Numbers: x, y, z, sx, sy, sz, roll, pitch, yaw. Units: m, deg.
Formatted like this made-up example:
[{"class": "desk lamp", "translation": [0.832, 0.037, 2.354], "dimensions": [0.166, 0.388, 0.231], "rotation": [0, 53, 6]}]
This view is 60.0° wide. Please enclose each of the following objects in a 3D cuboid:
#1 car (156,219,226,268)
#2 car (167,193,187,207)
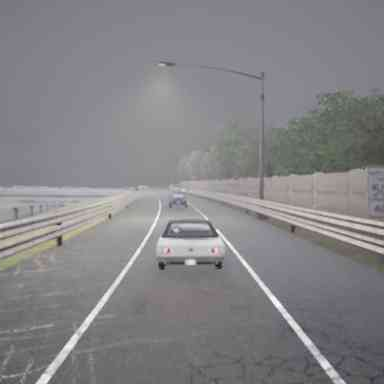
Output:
[{"class": "car", "translation": [-0.092, 1.526, 10.955], "dimensions": [1.895, 1.301, 4.718], "rotation": [0, 1, -2]}, {"class": "car", "translation": [-1.557, 0.835, 35.500], "dimensions": [1.812, 1.442, 4.674], "rotation": [0, 2, -5]}]
